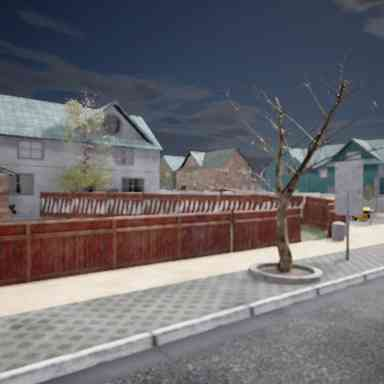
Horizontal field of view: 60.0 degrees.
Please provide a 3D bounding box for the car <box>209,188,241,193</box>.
[{"bbox_3d":[3.589,0.639,31.396,2.150,2.045,5.566,1,1,-35],"label":"car"}]

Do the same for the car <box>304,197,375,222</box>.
[{"bbox_3d":[9.795,1.132,22.725,1.882,1.535,5.008,1,1,-36],"label":"car"}]
